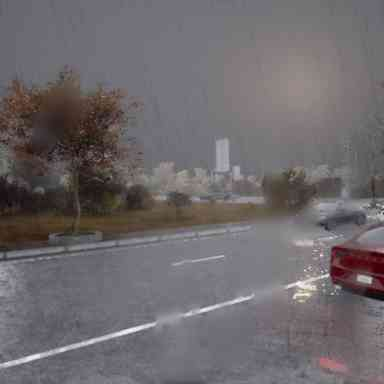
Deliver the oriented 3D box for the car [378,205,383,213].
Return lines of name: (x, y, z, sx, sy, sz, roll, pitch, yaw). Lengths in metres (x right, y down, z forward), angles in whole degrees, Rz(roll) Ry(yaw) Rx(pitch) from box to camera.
car: (11.362, 0.858, 16.335, 5.566, 2.045, 2.150, -1, 1, -35)

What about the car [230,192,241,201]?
car: (6.077, 0.657, 56.269, 2.128, 1.511, 4.902, -2, 1, -38)

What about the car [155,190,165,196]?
car: (-6.535, 0.240, 66.537, 2.097, 1.767, 4.553, -2, 1, -38)

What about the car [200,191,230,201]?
car: (3.287, 0.743, 54.144, 2.128, 1.511, 4.902, -2, 1, -38)

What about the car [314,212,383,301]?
car: (5.084, 1.343, 7.360, 5.008, 1.535, 1.882, -2, 1, -35)

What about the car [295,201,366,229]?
car: (7.604, 1.211, 17.972, 4.674, 1.442, 1.812, -2, 1, -35)
